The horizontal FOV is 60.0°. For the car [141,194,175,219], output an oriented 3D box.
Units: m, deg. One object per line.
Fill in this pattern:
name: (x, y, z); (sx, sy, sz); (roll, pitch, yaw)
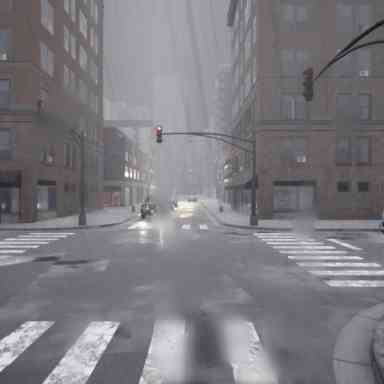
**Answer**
car: (-3.100, 1.236, 29.712); (2.150, 2.045, 5.566); (0, 0, 2)

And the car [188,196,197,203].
car: (0.071, 1.519, 69.960); (2.128, 1.511, 4.902); (0, 0, 0)

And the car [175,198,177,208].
car: (-3.120, 1.545, 39.385); (1.812, 1.442, 4.674); (0, 0, 0)

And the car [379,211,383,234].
car: (11.041, 1.617, 14.610); (4.718, 1.301, 1.895); (0, 0, 2)
